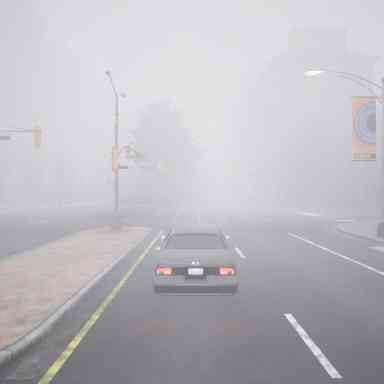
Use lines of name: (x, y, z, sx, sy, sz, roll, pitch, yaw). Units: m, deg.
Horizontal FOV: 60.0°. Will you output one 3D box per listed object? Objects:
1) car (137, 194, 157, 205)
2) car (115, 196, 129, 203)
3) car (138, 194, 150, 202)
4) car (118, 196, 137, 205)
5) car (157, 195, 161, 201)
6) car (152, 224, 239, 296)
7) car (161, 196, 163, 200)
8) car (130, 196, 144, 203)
car: (-7.993, 1.564, 58.962, 1.994, 1.385, 4.181, 0, 0, 1)
car: (-14.656, 1.595, 69.450, 1.895, 1.301, 4.718, 0, 0, 0)
car: (-11.392, 1.355, 79.580, 2.097, 1.767, 4.553, 0, 0, 0)
car: (-11.488, 1.491, 59.647, 2.128, 1.511, 4.902, 0, 0, 0)
car: (-7.927, 1.526, 67.480, 1.812, 1.442, 4.674, 0, 0, 1)
car: (0.086, 1.547, 8.801, 2.033, 1.411, 5.357, 0, 0, 0)
car: (-7.895, 1.500, 77.809, 1.837, 1.490, 4.892, 0, 0, 0)
car: (-11.406, 1.525, 69.568, 2.128, 1.511, 4.902, 0, 0, 0)
